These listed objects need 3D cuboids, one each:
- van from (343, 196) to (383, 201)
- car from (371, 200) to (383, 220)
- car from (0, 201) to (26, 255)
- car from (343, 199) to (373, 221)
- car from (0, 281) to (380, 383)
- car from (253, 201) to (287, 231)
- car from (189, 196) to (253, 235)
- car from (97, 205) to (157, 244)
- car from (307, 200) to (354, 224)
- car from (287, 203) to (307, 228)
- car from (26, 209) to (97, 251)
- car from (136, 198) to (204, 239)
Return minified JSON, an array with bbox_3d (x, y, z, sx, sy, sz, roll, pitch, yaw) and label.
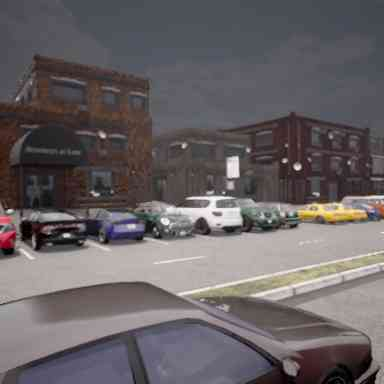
[{"bbox_3d":[16.215,1.436,30.629,1.878,1.987,4.442,0,0,-36],"label":"van"},{"bbox_3d":[13.914,1.688,29.100,2.002,1.452,4.674,0,0,-36],"label":"car"},{"bbox_3d":[-8.386,1.241,12.891,2.435,2.045,5.566,0,0,-36],"label":"car"},{"bbox_3d":[11.573,1.630,27.634,1.946,1.575,5.366,0,0,-36],"label":"car"},{"bbox_3d":[-0.621,1.546,2.694,5.357,1.411,2.033,0,0,-36],"label":"car"},{"bbox_3d":[2.769,1.306,20.983,2.435,2.045,5.566,1,0,-36],"label":"car"},{"bbox_3d":[0.504,1.286,19.410,2.435,2.045,5.566,1,0,-36],"label":"car"},{"bbox_3d":[-3.960,1.534,16.172,2.163,1.488,4.792,0,0,-36],"label":"car"},{"bbox_3d":[9.339,1.612,26.014,1.946,1.575,5.366,0,0,-36],"label":"car"},{"bbox_3d":[5.002,1.452,22.600,2.185,1.767,4.553,0,0,-36],"label":"car"},{"bbox_3d":[-6.167,1.493,14.529,2.097,1.535,5.008,0,0,-36],"label":"car"},{"bbox_3d":[-1.729,1.393,17.794,2.185,1.767,4.553,0,0,-36],"label":"car"}]
